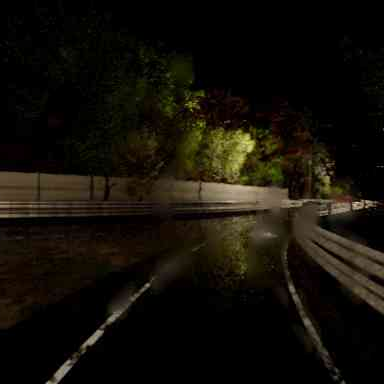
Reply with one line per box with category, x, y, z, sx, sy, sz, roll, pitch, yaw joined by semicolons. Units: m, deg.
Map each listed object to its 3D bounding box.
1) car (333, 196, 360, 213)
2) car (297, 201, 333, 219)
car;19.736;1.532;42.957;2.150;2.045;5.566;2;1;35
car;11.298;1.618;30.918;1.882;1.535;5.008;2;0;35
